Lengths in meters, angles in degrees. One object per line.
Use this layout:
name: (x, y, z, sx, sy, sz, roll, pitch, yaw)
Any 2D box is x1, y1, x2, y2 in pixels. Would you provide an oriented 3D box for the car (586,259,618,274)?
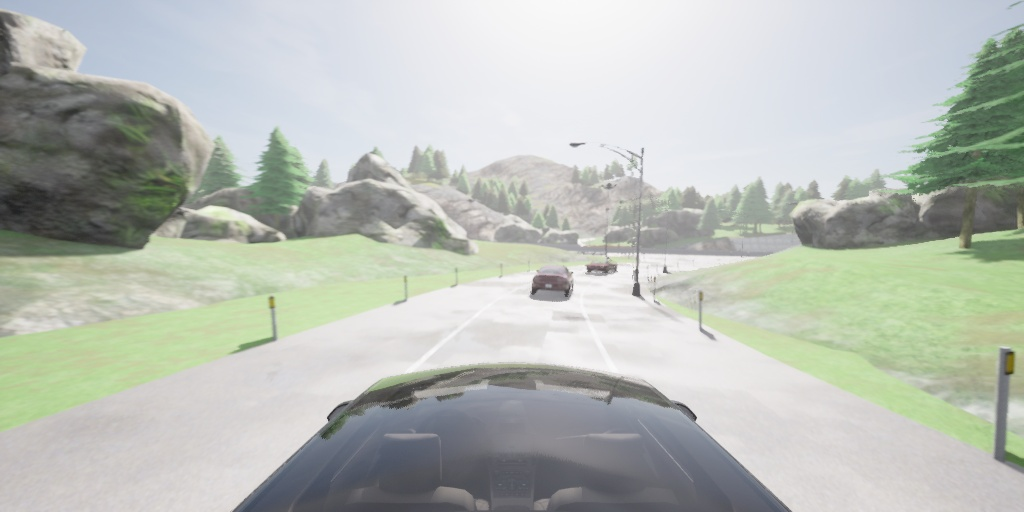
car: (8.692, 0.953, 34.246, 1.895, 1.301, 4.718, 3, 3, 31)

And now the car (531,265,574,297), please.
car: (2.161, 1.160, 18.460, 1.812, 1.442, 4.674, 2, 1, 13)
